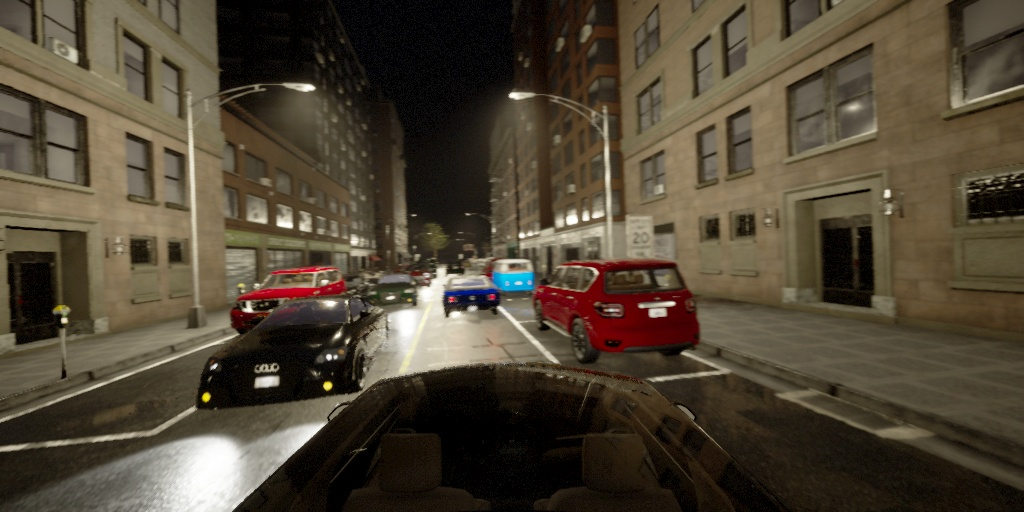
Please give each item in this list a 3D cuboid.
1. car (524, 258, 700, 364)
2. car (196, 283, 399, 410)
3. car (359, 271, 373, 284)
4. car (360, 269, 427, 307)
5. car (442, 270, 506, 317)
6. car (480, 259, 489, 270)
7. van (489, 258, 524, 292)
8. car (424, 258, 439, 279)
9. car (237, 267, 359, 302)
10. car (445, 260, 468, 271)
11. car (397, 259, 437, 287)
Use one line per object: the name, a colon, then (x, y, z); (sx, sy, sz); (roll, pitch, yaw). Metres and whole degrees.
car: (1.916, 0.982, 7.968); (2.192, 1.841, 5.009); (0, 0, -10)
car: (-3.497, 1.444, 6.576); (1.994, 1.385, 4.181); (-2, 0, -10)
car: (-7.959, 1.605, 17.421); (1.948, 1.339, 4.313); (0, 0, -10)
car: (-5.180, 1.496, 16.260); (1.994, 1.385, 4.181); (-2, 0, -10)
car: (-1.676, 1.400, 13.616); (1.895, 1.301, 4.718); (-2, 0, -11)
car: (-0.924, 1.069, 24.233); (2.192, 1.841, 5.009); (0, 0, -10)
van: (0.023, 1.066, 18.812); (1.690, 1.789, 3.998); (0, 0, -10)
car: (-8.671, 1.260, 36.582); (2.150, 2.045, 5.566); (-2, 0, -10)
car: (-7.019, 1.325, 11.999); (2.192, 1.841, 5.009); (0, 0, -10)
car: (-6.281, 1.292, 39.549); (2.097, 1.767, 4.553); (-2, 0, -10)
car: (-6.886, 1.336, 26.089); (2.097, 1.767, 4.553); (-2, 0, -9)
